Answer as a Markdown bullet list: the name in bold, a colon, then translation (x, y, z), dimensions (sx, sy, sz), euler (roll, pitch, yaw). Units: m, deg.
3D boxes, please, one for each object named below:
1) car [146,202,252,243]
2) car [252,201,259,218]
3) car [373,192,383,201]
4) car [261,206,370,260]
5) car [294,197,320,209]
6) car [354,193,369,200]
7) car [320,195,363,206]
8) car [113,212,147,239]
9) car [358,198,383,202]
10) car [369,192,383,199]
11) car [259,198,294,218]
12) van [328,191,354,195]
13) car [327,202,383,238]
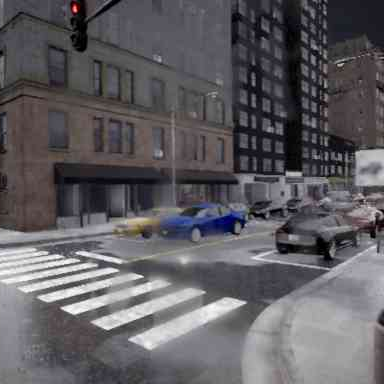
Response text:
- **car**: translation (0.535, 1.328, 15.459), dimensions (1.882, 1.535, 5.008), euler (0, 1, 41)
- **car**: translation (2.038, 1.343, 20.988), dimensions (2.008, 1.369, 4.403), euler (0, 0, 41)
- **car**: translation (30.720, 0.742, 53.421), dimensions (1.947, 1.339, 4.313), euler (0, 1, 41)
- **car**: translation (4.458, 1.389, 11.610), dimensions (1.947, 1.339, 4.313), euler (0, 0, 41)
- **car**: translation (9.209, 1.206, 29.096), dimensions (1.947, 1.339, 4.313), euler (0, 0, 41)
- **car**: translation (19.963, 0.849, 41.258), dimensions (1.967, 1.590, 4.097), euler (0, 1, 41)
- **car**: translation (13.660, 1.172, 30.288), dimensions (1.895, 1.301, 4.718), euler (0, 1, 42)
- **car**: translation (-1.660, 1.396, 16.806), dimensions (1.752, 1.417, 4.829), euler (0, 0, 41)
- **car**: translation (11.629, 1.238, 19.718), dimensions (1.947, 1.339, 4.313), euler (0, 0, 41)
- **car**: translation (27.022, 0.782, 49.240), dimensions (1.752, 1.417, 4.829), euler (0, 1, 41)
- **car**: translation (5.624, 1.282, 25.042), dimensions (1.947, 1.339, 4.313), euler (0, 0, 41)
- **van**: translation (16.376, 0.827, 37.203), dimensions (1.690, 1.788, 3.998), euler (0, 1, 41)
- **car**: translation (8.044, 1.330, 15.664), dimensions (1.802, 1.307, 4.206), euler (0, 0, 41)
